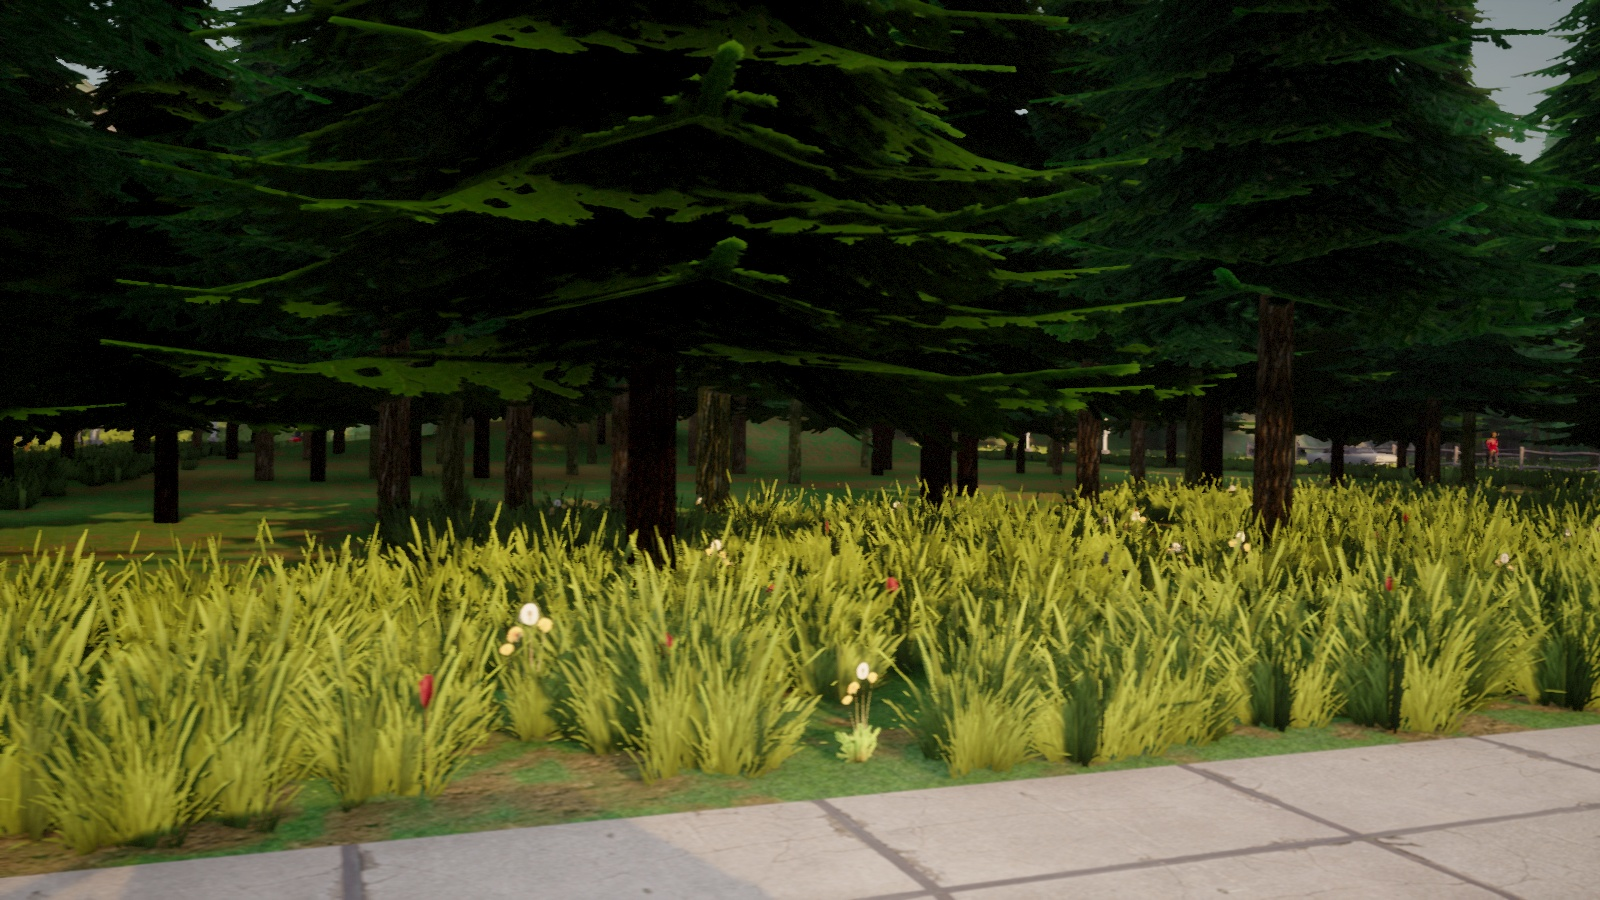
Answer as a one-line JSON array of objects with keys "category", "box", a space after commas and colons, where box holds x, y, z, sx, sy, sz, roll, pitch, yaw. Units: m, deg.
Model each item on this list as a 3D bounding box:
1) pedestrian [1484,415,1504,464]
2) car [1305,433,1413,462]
[{"category": "pedestrian", "box": [26.315, -0.415, 47.625, 0.331, 1.846, 0.636, -1, 1, -14]}, {"category": "car", "box": [26.260, -0.144, 59.182, 1.895, 1.301, 4.718, -1, 1, -20]}]
